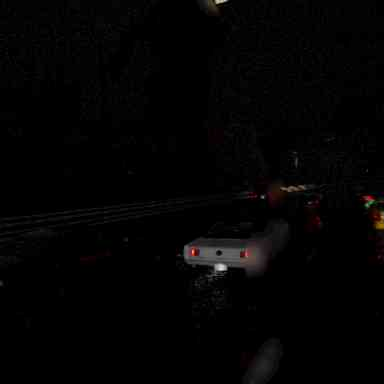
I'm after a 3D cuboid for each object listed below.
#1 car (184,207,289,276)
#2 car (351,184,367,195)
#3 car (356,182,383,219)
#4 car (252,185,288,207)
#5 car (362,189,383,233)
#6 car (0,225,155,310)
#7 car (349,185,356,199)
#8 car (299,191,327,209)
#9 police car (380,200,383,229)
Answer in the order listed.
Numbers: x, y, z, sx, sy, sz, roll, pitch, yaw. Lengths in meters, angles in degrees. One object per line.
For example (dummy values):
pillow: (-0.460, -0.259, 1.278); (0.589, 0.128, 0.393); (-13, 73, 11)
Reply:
car: (1.569, 1.359, 9.633); (1.895, 1.301, 4.718); (-2, 1, 25)
car: (25.433, -0.393, 50.501); (1.994, 1.385, 4.181); (-2, 1, 28)
car: (11.095, 0.401, 19.618); (2.150, 2.045, 5.566); (-2, 1, 26)
car: (6.867, 0.413, 29.115); (2.150, 2.045, 5.566); (-2, 1, 26)
car: (8.648, 0.827, 14.411); (1.801, 1.575, 5.366); (-2, 1, 25)
car: (-2.966, 1.526, 8.112); (2.033, 1.411, 5.357); (-2, 1, 24)
car: (19.413, 0.019, 38.847); (1.812, 1.442, 4.674); (-2, 1, 28)
car: (10.132, 0.601, 27.798); (1.812, 1.442, 4.674); (-2, 1, 26)
police car: (4.495, 1.133, 5.369); (1.930, 1.638, 5.238); (-2, 1, 24)
